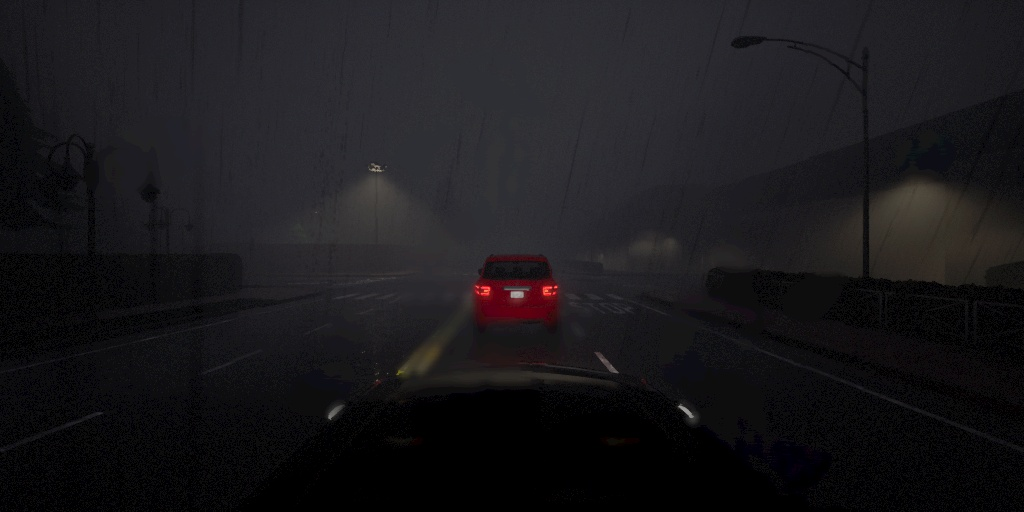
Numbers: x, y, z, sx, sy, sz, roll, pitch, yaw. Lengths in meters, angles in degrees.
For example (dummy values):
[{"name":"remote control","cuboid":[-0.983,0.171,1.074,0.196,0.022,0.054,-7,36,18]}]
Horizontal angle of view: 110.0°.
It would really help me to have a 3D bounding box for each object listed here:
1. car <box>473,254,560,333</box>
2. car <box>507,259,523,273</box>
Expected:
[{"name":"car","cuboid":[0.122,0.971,10.828,2.150,2.045,5.566,0,0,0]},{"name":"car","cuboid":[0.356,1.228,45.589,1.882,1.535,5.008,0,0,1]}]
